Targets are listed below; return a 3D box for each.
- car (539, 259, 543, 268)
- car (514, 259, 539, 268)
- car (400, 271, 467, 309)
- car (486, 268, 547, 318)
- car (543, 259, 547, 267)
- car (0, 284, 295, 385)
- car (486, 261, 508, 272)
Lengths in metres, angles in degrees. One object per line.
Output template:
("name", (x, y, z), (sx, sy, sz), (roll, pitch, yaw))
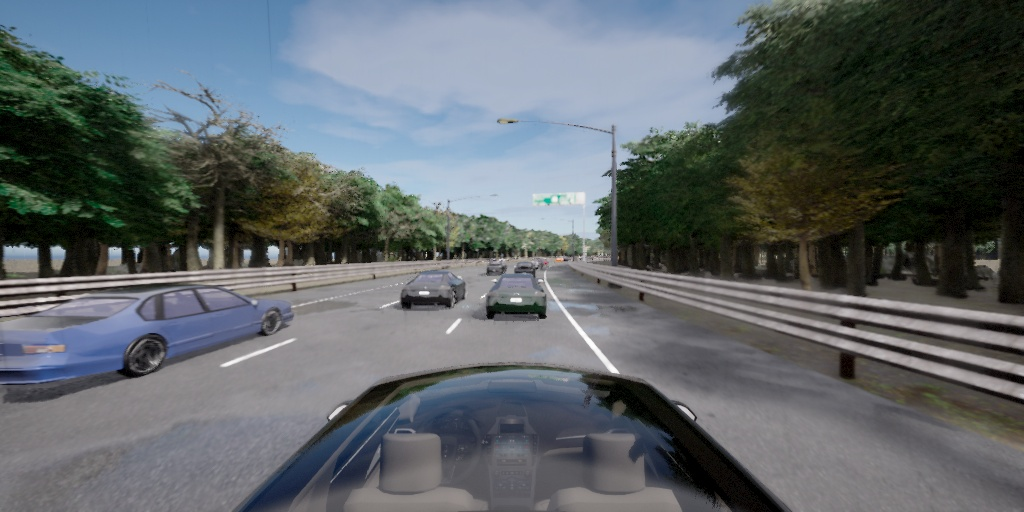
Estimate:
("car", (2.764, 1.353, 48.239), (1.895, 1.301, 4.718), (0, 0, 7))
("car", (1.220, 1.260, 32.209), (1.837, 1.490, 4.892), (0, 0, 4))
("car", (-3.132, 1.311, 15.037), (1.994, 1.385, 4.181), (0, 0, 2))
("car", (0.191, 1.318, 13.011), (1.994, 1.385, 4.181), (0, 0, 2))
("car", (4.308, 1.239, 60.140), (2.128, 1.511, 4.902), (0, 0, 8))
("car", (-6.888, 1.286, 7.275), (2.033, 1.411, 5.357), (0, 0, 1))
("car", (-1.597, 1.240, 39.198), (2.128, 1.511, 4.902), (0, 0, 5))
